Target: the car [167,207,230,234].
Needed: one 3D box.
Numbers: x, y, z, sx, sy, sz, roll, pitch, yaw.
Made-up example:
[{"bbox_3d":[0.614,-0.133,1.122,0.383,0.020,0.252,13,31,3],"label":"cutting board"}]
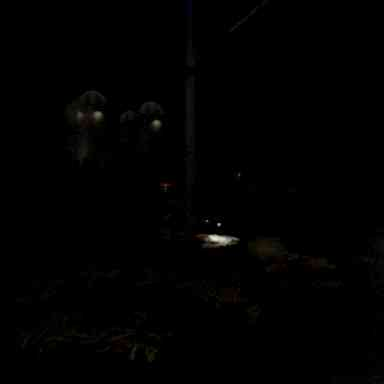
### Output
[{"bbox_3d":[0.298,1.568,19.493,1.994,1.385,4.181,0,0,-35],"label":"car"}]
